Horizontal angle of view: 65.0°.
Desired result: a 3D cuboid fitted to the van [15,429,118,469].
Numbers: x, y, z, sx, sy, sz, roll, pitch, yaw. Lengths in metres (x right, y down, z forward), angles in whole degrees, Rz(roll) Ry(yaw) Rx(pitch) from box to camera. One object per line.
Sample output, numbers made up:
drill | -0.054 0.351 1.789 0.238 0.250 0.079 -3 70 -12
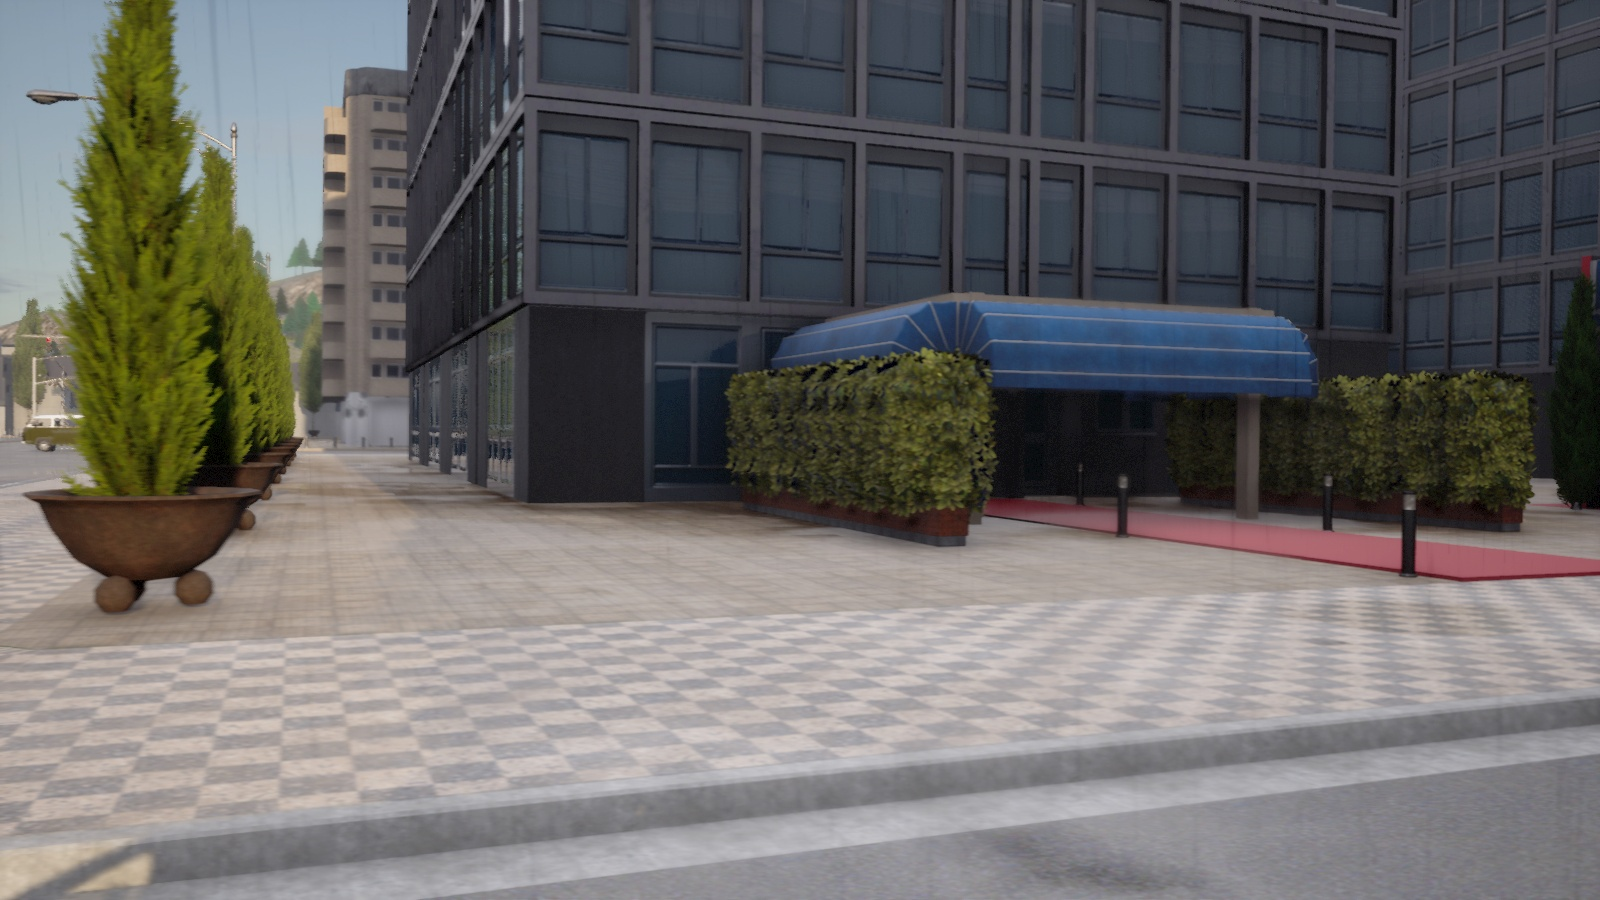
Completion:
van | -39.154 -0.061 67.166 4.480 2.038 2.069 -1 1 -22
